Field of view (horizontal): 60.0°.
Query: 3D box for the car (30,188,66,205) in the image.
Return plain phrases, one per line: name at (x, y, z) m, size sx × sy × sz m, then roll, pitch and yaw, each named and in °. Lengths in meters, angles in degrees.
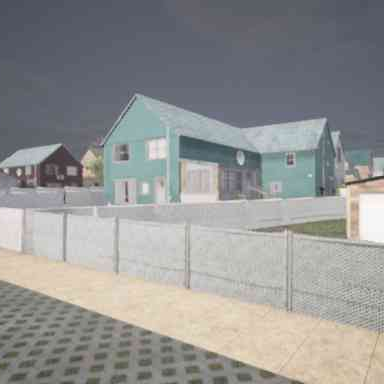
car at (-14.756, 0.406, 35.199) m, size 2.097 × 1.767 × 4.553 m, roll -1°, pitch 1°, yaw 35°
